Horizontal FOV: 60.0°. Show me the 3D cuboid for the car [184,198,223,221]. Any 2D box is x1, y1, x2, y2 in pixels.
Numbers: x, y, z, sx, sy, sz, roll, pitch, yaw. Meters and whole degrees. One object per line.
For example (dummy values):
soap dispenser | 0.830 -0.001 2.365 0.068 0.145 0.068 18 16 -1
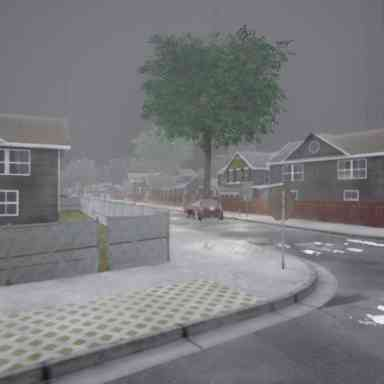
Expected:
car | 0.861 1.360 27.396 2.097 1.767 4.553 0 0 -18
